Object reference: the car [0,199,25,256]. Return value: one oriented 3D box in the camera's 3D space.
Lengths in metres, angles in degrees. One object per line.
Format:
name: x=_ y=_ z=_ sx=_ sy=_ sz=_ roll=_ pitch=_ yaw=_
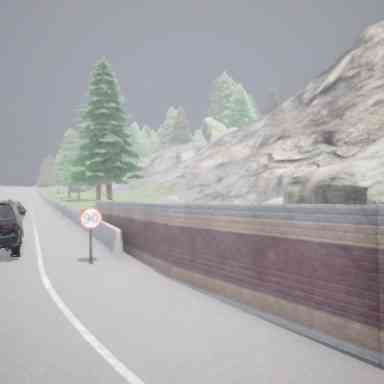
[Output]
car: x=-7.899 y=1.306 z=13.080 sx=2.150 sy=2.045 sz=5.566 roll=0 pitch=0 yaw=-26
